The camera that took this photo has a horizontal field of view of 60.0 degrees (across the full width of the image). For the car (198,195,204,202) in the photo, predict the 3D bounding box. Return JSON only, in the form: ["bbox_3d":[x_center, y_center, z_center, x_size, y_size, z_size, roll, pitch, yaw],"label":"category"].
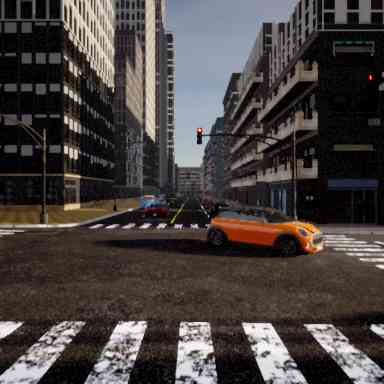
[{"bbox_3d":[2.707,1.557,60.712,2.008,1.369,4.403,0,0,0],"label":"car"}]

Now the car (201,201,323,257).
[{"bbox_3d":[2.916,1.433,13.640,4.553,1.767,2.097,1,0,36],"label":"car"}]

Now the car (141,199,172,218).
[{"bbox_3d":[-3.093,1.601,29.821,1.895,1.301,4.718,0,0,0],"label":"car"}]

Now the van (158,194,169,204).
[{"bbox_3d":[-5.673,1.349,66.367,1.690,1.788,3.998,0,0,0],"label":"van"}]

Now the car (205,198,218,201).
[{"bbox_3d":[2.699,1.567,33.782,1.947,1.339,4.313,0,0,0],"label":"car"}]

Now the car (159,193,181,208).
[{"bbox_3d":[-3.086,1.221,47.722,2.150,2.045,5.566,0,0,1],"label":"car"}]

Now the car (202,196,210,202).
[{"bbox_3d":[2.701,1.547,43.749,1.887,1.381,4.507,0,0,0],"label":"car"}]

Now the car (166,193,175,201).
[{"bbox_3d":[-5.665,1.332,88.985,2.192,1.841,5.009,0,0,0],"label":"car"}]

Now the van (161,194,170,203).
[{"bbox_3d":[-5.671,1.351,72.022,1.690,1.788,3.998,0,0,0],"label":"van"}]

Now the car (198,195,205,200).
[{"bbox_3d":[2.717,1.585,94.637,1.947,1.339,4.313,0,0,0],"label":"car"}]

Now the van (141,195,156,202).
[{"bbox_3d":[-5.680,1.344,43.750,1.690,1.788,3.998,0,0,0],"label":"van"}]
